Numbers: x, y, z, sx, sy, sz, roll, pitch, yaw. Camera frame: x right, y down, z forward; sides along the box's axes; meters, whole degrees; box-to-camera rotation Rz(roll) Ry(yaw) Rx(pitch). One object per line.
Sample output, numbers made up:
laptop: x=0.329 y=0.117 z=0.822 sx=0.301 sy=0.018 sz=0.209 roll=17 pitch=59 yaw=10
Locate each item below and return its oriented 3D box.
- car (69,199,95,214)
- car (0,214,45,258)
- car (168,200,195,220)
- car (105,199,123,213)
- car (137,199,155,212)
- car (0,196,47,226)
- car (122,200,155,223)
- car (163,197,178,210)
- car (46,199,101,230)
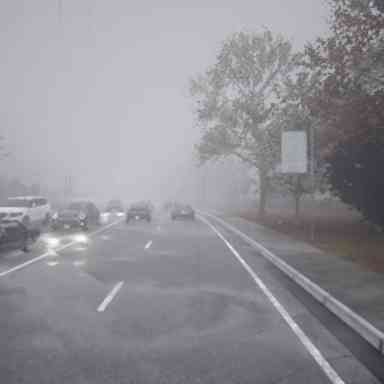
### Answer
car: x=-12.353 y=1.564 z=37.649 sx=1.882 sy=1.535 sz=5.008 roll=0 pitch=0 yaw=-7
car: x=-7.081 y=1.658 z=11.377 sx=1.895 sy=1.301 sz=4.718 roll=0 pitch=0 yaw=-1
car: x=-0.873 y=1.649 z=29.536 sx=1.994 sy=1.385 sz=4.181 roll=0 pitch=0 yaw=-5
car: x=-8.986 y=1.596 z=39.004 sx=1.837 sy=1.490 sz=4.892 roll=0 pitch=-1 yaw=-7
car: x=-5.744 y=1.639 z=41.549 sx=2.033 sy=1.411 sz=5.357 roll=0 pitch=0 yaw=-8
car: x=-10.892 y=1.301 z=21.331 sx=2.150 sy=2.045 sz=5.566 roll=0 pitch=0 yaw=-3
car: x=-4.163 y=1.589 z=26.829 sx=1.837 sy=1.490 sz=4.892 roll=0 pitch=1 yaw=-4
car: x=-2.803 y=1.448 z=45.058 sx=2.097 sy=1.767 sz=4.553 roll=0 pitch=0 yaw=-9
car: x=-7.402 y=1.431 z=21.629 sx=2.097 sy=1.767 sz=4.553 roll=0 pitch=0 yaw=-3
